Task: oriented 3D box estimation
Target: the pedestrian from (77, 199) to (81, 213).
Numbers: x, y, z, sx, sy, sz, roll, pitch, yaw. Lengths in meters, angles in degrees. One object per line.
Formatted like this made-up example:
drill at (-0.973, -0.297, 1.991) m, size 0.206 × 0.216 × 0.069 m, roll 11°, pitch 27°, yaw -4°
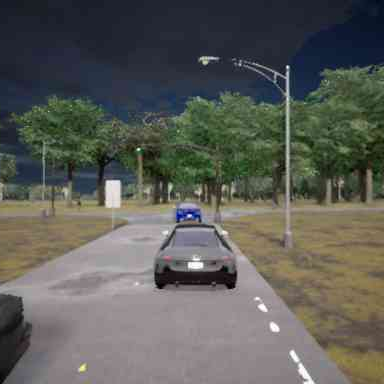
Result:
pedestrian at (-15.104, 1.828, 44.312) m, size 0.375 × 1.860 × 0.375 m, roll 0°, pitch -1°, yaw 0°

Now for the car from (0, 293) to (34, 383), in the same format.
car at (-2.848, 1.551, 1.725) m, size 2.033 × 1.411 × 5.357 m, roll 0°, pitch 0°, yaw 0°

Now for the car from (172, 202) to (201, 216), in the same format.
car at (-0.472, 1.549, 26.243) m, size 1.882 × 1.535 × 5.008 m, roll 0°, pitch 0°, yaw -7°

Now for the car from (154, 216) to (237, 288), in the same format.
car at (0.088, 1.587, 9.348) m, size 1.994 × 1.385 × 4.181 m, roll 0°, pitch 0°, yaw 0°
